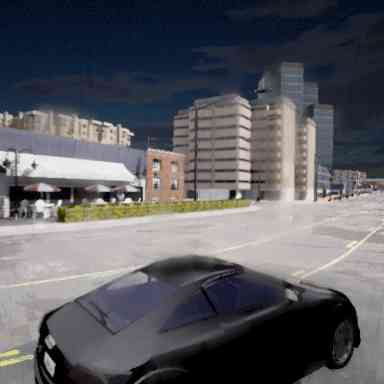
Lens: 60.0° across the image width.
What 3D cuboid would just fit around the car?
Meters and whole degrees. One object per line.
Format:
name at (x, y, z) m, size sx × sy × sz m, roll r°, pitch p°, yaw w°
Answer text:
car at (0.311, 1.536, 4.229) m, size 4.181 × 1.385 × 1.994 m, roll 0°, pitch 1°, yaw -36°
